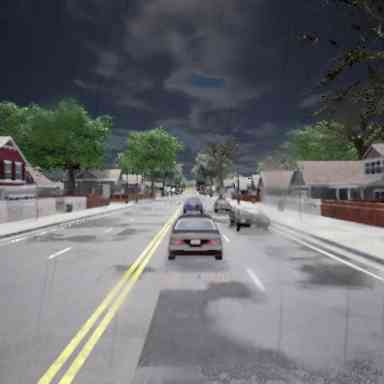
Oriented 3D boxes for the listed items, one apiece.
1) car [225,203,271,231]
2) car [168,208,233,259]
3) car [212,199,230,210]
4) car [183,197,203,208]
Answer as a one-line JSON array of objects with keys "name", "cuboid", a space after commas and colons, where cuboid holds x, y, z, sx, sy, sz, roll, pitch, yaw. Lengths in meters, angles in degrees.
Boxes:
[{"name": "car", "cuboid": [3.362, 1.584, 20.286, 1.895, 1.301, 4.718, 0, 0, 0]}, {"name": "car", "cuboid": [0.109, 1.537, 12.458, 2.033, 1.411, 5.357, 0, 0, 0]}, {"name": "car", "cuboid": [3.345, 1.516, 37.209, 2.033, 1.411, 5.357, 0, 0, 0]}, {"name": "car", "cuboid": [0.125, 1.323, 35.385, 2.097, 1.767, 4.553, 0, 0, 0]}]
